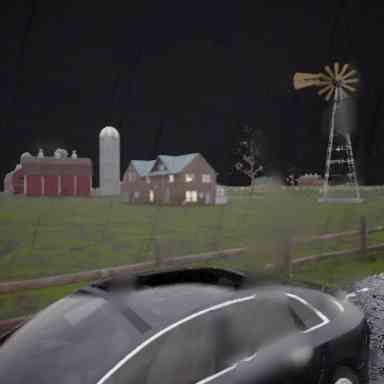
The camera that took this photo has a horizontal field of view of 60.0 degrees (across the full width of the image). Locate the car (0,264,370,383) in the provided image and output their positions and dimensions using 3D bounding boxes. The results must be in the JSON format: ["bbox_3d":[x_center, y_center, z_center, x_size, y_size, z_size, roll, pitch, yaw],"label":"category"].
[{"bbox_3d":[-0.378,1.521,2.786,4.892,1.490,1.837,-1,0,-36],"label":"car"}]
